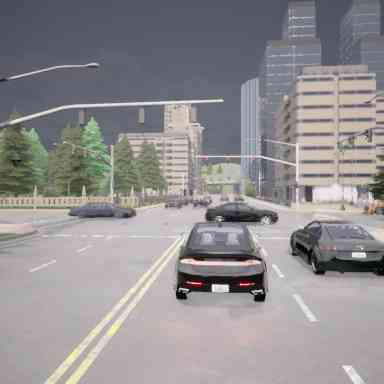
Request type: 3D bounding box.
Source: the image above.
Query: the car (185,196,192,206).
[{"bbox_3d":[-1.644,1.547,55.715,2.033,1.411,5.357,0,0,6],"label":"car"}]

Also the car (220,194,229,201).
[{"bbox_3d":[8.334,1.353,85.722,2.097,1.767,4.553,0,0,5],"label":"car"}]

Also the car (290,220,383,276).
[{"bbox_3d":[4.393,1.564,10.413,1.994,1.385,4.181,0,0,5],"label":"car"}]

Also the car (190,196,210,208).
[{"bbox_3d":[1.255,1.601,49.309,1.895,1.301,4.718,0,0,5],"label":"car"}]

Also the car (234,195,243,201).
[{"bbox_3d":[11.821,1.537,85.420,2.033,1.411,5.357,0,0,5],"label":"car"}]

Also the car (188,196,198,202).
[{"bbox_3d":[0.314,1.595,75.337,1.895,1.301,4.718,0,0,5],"label":"car"}]

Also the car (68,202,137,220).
[{"bbox_3d":[-7.349,1.548,27.340,5.357,1.411,2.033,0,0,5],"label":"car"}]

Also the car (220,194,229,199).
[{"bbox_3d":[7.544,1.549,77.419,1.994,1.385,4.181,0,0,5],"label":"car"}]

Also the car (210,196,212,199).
[{"bbox_3d":[2.142,1.601,58.430,1.895,1.301,4.718,0,0,6],"label":"car"}]

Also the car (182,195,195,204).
[{"bbox_3d":[-0.675,1.478,65.398,1.882,1.535,5.008,0,0,6],"label":"car"}]

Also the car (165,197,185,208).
[{"bbox_3d":[-2.527,1.564,46.515,1.994,1.385,4.181,0,0,5],"label":"car"}]

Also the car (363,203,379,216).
[{"bbox_3d":[19.151,1.352,32.135,4.553,1.767,2.097,0,0,7],"label":"car"}]

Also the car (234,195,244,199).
[{"bbox_3d":[10.935,1.591,76.114,1.895,1.301,4.718,0,0,5],"label":"car"}]

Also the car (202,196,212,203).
[{"bbox_3d":[3.170,1.505,68.475,1.837,1.490,4.892,0,0,6],"label":"car"}]

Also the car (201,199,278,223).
[{"bbox_3d":[3.332,1.477,22.815,5.008,1.535,1.882,0,0,5],"label":"car"}]

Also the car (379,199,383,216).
[{"bbox_3d":[17.695,1.221,24.975,5.566,2.045,2.150,0,0,5],"label":"car"}]

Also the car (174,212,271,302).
[{"bbox_3d":[0.702,1.492,8.303,2.128,1.511,4.902,0,0,5],"label":"car"}]
